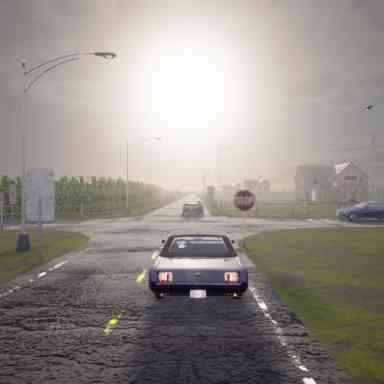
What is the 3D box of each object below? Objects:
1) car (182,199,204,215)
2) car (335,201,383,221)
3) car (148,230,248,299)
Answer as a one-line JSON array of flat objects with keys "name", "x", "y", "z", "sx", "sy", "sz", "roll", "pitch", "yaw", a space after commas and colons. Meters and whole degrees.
[{"name": "car", "x": 0.116, "y": 1.507, "z": 34.438, "sx": 2.128, "sy": 1.511, "sz": 4.902, "roll": 0, "pitch": 0, "yaw": 5}, {"name": "car", "x": 13.267, "y": 1.408, "z": 25.014, "sx": 4.674, "sy": 1.442, "sz": 1.812, "roll": -1, "pitch": 0, "yaw": 0}, {"name": "car", "x": 0.154, "y": 1.602, "z": 8.391, "sx": 1.895, "sy": 1.301, "sz": 4.718, "roll": 0, "pitch": 0, "yaw": 1}]
